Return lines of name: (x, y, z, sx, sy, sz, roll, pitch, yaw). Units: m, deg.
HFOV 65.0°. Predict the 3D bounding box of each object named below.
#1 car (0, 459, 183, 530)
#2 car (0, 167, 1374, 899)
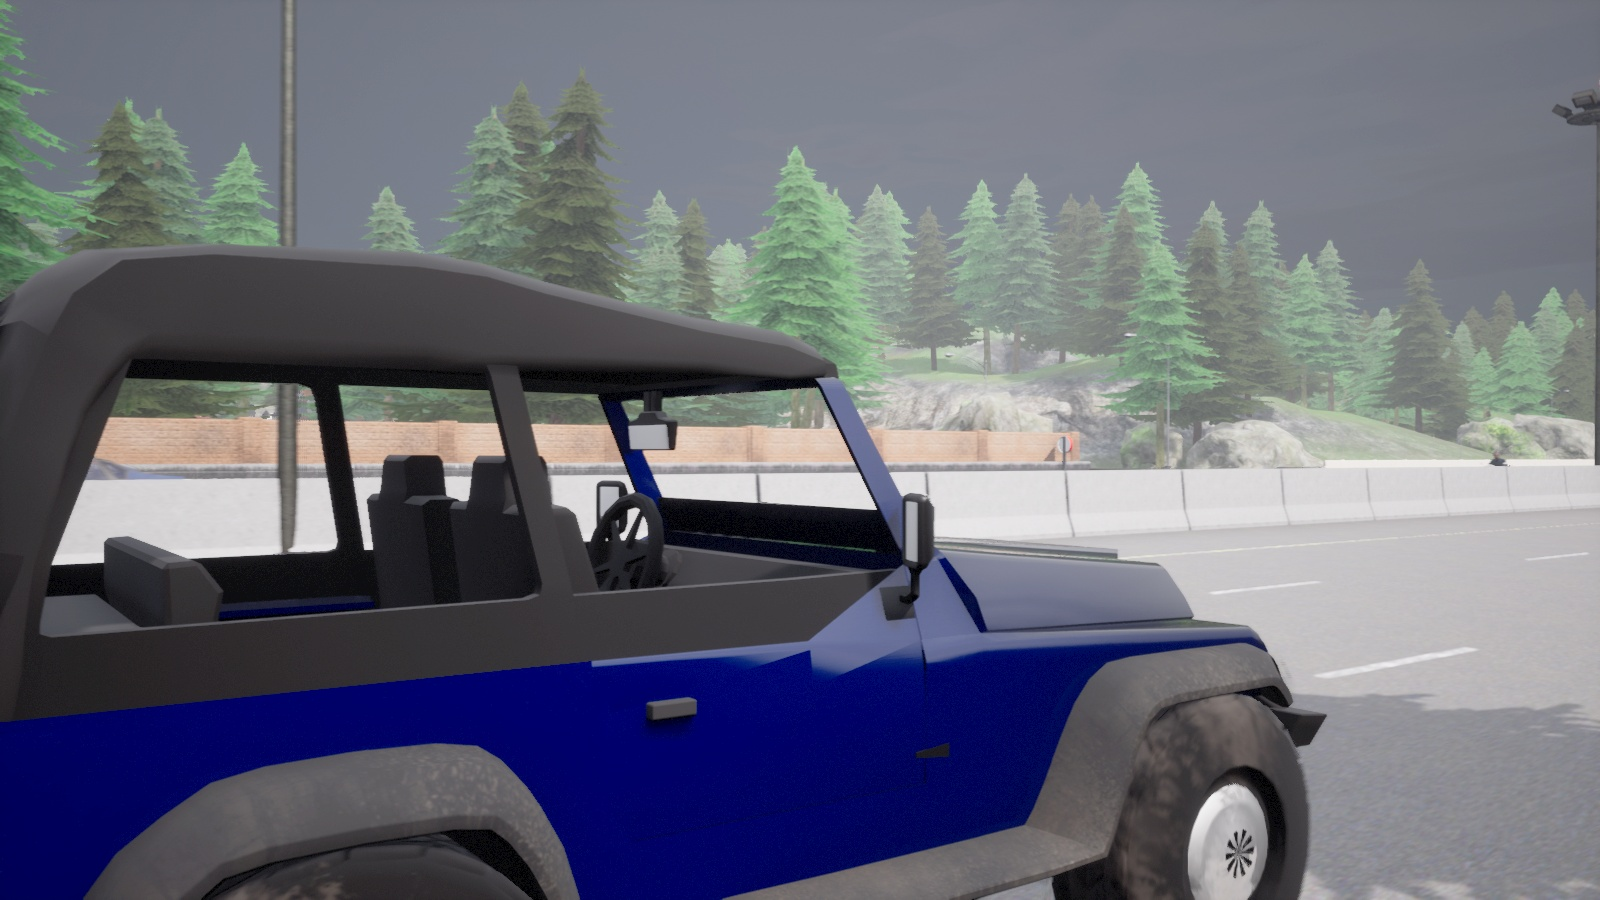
car: (-16.177, 0.900, 26.532, 5.357, 1.411, 2.033, 0, 0, -36)
car: (-0.423, 0.551, 3.389, 3.866, 1.878, 1.905, 0, 0, -35)
